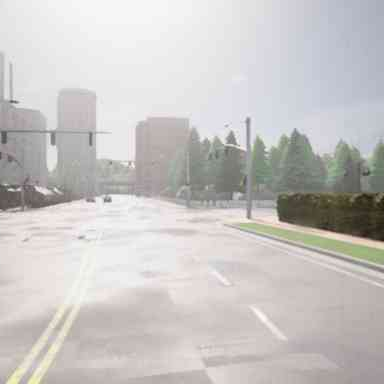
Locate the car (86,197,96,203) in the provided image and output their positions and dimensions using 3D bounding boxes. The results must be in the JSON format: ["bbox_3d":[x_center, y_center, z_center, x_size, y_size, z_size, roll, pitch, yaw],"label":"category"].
[{"bbox_3d":[-21.759,1.679,71.525,1.895,1.301,4.718,0,0,-12],"label":"car"}]

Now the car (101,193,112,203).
[{"bbox_3d":[-18.344,1.542,72.286,1.882,1.535,5.008,0,0,-12],"label":"car"}]
